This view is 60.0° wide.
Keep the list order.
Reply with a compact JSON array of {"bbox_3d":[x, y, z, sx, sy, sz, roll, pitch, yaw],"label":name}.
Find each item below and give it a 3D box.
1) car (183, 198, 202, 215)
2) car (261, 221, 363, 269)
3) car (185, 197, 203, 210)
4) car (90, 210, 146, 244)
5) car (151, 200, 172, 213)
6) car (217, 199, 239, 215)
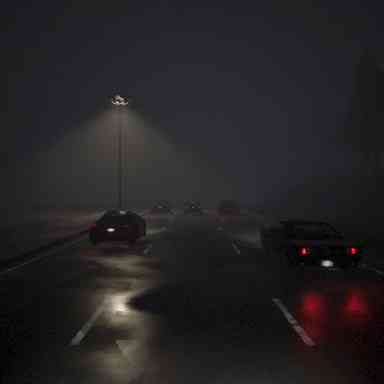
[{"bbox_3d":[0.105,1.547,34.498,2.033,1.411,5.357,0,0,0],"label":"car"},{"bbox_3d":[3.601,1.601,11.056,1.895,1.301,4.718,0,0,0],"label":"car"},{"bbox_3d":[0.342,1.491,44.252,2.128,1.511,4.902,0,0,2],"label":"car"},{"bbox_3d":[-3.399,1.564,15.922,1.994,1.385,4.181,0,0,0],"label":"car"},{"bbox_3d":[-3.368,1.564,37.123,1.994,1.385,4.181,0,0,1],"label":"car"},{"bbox_3d":[3.603,1.477,33.885,1.882,1.535,5.008,0,0,0],"label":"car"}]
